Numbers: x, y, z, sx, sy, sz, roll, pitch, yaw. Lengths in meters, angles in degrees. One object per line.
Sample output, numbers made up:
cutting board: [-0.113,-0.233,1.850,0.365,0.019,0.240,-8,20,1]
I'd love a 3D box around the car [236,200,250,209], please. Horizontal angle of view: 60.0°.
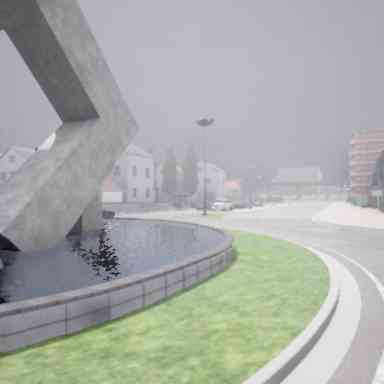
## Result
car: [10.160,2.795,68.257,2.033,1.411,5.357,-1,-1,24]

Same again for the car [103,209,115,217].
car: [-10.999,2.376,36.656,4.718,1.301,1.895,0,-1,-30]

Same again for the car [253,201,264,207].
car: [16.341,3.000,81.863,1.812,1.442,4.674,-1,-1,24]

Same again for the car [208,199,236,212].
car: [5.288,2.304,57.697,2.150,2.045,5.566,-1,-1,26]

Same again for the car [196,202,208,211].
car: [2.276,2.639,59.515,1.837,1.490,4.892,-1,-2,25]

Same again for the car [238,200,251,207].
car: [13.314,2.884,83.667,2.097,1.767,4.553,-1,-1,24]
